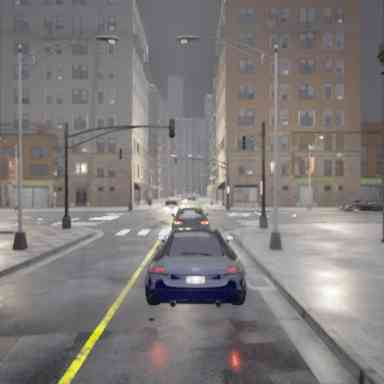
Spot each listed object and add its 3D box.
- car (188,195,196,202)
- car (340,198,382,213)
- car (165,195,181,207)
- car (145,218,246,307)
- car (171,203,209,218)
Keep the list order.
[{"bbox_3d":[-0.087,1.438,76.090,2.128,1.511,4.902,0,0,0],"label":"car"},{"bbox_3d":[17.477,1.370,33.537,4.892,1.490,1.837,0,0,0],"label":"car"},{"bbox_3d":[-3.092,1.538,50.925,1.895,1.301,4.718,0,0,0],"label":"car"},{"bbox_3d":[0.083,1.550,7.999,1.994,1.385,4.181,0,0,0],"label":"car"},{"bbox_3d":[-0.089,1.497,16.743,1.812,1.442,4.674,0,0,-2],"label":"car"}]
